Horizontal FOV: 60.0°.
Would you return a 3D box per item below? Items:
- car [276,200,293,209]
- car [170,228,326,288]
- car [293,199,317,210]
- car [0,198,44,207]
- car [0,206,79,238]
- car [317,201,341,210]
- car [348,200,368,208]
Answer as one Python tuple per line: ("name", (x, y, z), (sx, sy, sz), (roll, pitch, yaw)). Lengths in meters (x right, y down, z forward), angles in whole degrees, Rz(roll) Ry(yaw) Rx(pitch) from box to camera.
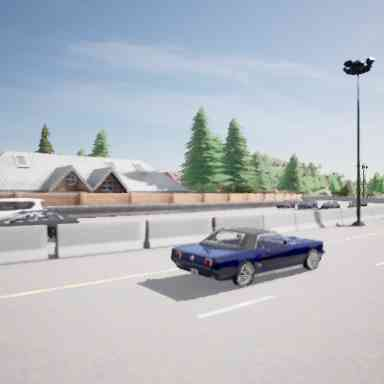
("car", (14.963, 2.011, 52.764), (1.994, 1.385, 4.181), (0, -1, 38))
("car", (1.816, 1.683, 9.554), (4.718, 1.301, 1.895), (0, -1, -38))
("car", (17.638, 1.781, 50.514), (2.097, 1.767, 4.553), (0, -1, 38))
("car", (-10.714, 1.373, 17.904), (5.566, 2.045, 2.150), (0, 0, -36))
("car", (-7.800, 1.626, 15.732), (4.902, 1.511, 2.128), (0, -1, -37))
("car", (19.981, 1.970, 47.817), (1.994, 1.385, 4.181), (0, -1, 38))
("car", (23.051, 1.895, 46.068), (1.837, 1.490, 4.892), (0, 0, 38))
